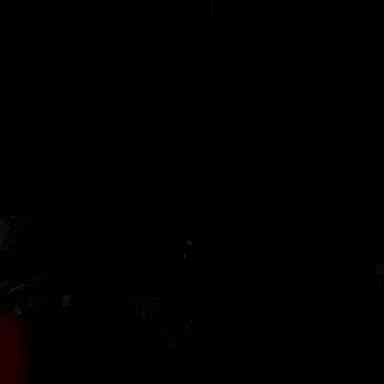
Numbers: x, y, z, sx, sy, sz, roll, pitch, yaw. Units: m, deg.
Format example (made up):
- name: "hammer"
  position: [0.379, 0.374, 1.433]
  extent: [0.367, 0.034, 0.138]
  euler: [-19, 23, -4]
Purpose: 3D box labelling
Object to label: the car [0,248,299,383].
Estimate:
- name: "car"
  position: [-1.145, 1.464, 3.769]
  extent: [4.507, 1.381, 1.887]
  euler: [2, 1, 35]
